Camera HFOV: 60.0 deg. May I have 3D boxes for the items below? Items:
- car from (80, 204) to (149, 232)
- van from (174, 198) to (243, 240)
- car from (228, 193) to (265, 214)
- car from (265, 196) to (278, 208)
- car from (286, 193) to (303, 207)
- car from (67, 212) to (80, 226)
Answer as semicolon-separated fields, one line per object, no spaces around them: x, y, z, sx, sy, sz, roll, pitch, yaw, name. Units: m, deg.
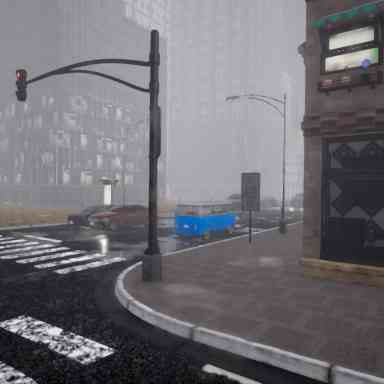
-4.092;1.466;20.149;1.812;1.442;4.674;1;1;37;car
0.801;1.368;17.037;1.690;1.788;3.998;1;1;35;van
4.723;1.133;32.550;2.150;2.045;5.566;1;1;35;car
9.989;1.293;44.443;1.967;1.590;4.097;1;1;35;car
16.147;1.184;48.463;2.150;2.045;5.566;1;1;35;car
-6.033;1.467;21.893;1.947;1.339;4.313;1;1;35;car
